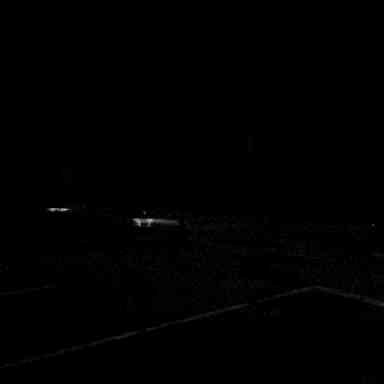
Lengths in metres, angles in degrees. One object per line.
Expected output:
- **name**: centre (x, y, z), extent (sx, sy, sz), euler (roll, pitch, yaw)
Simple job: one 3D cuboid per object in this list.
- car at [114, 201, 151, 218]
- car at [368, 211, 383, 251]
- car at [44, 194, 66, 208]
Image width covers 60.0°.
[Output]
- **car**: centre (-5.813, 1.652, 32.067), extent (2.128, 1.511, 4.902), euler (1, 0, -39)
- **car**: centre (9.529, 1.525, 12.923), extent (2.097, 1.767, 4.553), euler (1, 0, -39)
- **car**: centre (-21.405, 1.307, 51.534), extent (2.150, 2.045, 5.566), euler (1, 0, -39)
